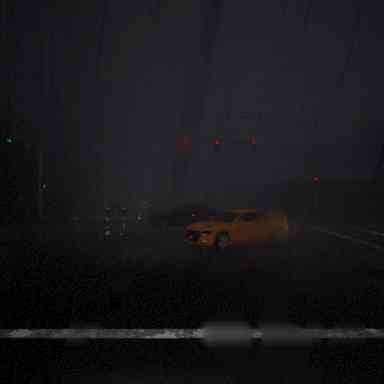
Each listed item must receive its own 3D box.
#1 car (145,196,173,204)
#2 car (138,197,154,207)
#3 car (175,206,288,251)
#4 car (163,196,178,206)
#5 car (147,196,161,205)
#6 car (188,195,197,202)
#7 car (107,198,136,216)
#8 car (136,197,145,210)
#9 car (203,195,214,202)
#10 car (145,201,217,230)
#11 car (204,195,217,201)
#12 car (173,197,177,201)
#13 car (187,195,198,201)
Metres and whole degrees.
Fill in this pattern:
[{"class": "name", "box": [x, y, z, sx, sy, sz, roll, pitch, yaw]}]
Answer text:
[{"class": "car", "box": [-3.558, 1.352, 37.033, 2.097, 1.767, 4.553, 0, 0, 0]}, {"class": "car", "box": [-7.048, 1.505, 51.720, 1.837, 1.490, 4.892, 0, 0, 0]}, {"class": "car", "box": [2.009, 1.502, 14.540, 5.008, 1.535, 1.882, 0, -1, -34]}, {"class": "car", "box": [-3.534, 1.492, 55.661, 2.128, 1.511, 4.902, 0, 0, 0]}, {"class": "car", "box": [-7.012, 1.492, 62.128, 2.128, 1.511, 4.902, 0, 0, 0]}, {"class": "car", "box": [0.061, 1.413, 73.921, 1.994, 1.385, 4.181, 0, 0, 0]}, {"class": "car", "box": [-7.067, 1.526, 32.940, 1.812, 1.442, 4.674, 0, 0, 0]}, {"class": "car", "box": [-7.059, 1.478, 42.234, 1.882, 1.535, 5.008, 0, 0, 0]}, {"class": "car", "box": [3.561, 1.386, 73.918, 2.128, 1.511, 4.902, 0, 0, 0]}, {"class": "car", "box": [-0.178, 1.507, 20.996, 5.008, 1.535, 1.882, 0, 0, 0]}, {"class": "car", "box": [3.552, 1.352, 63.779, 2.097, 1.767, 4.553, 0, 0, 0]}, {"class": "car", "box": [-3.556, 1.564, 45.603, 1.994, 1.385, 4.181, 0, 0, 0]}, {"class": "car", "box": [0.052, 1.505, 63.812, 1.837, 1.490, 4.892, 0, 0, 0]}]
